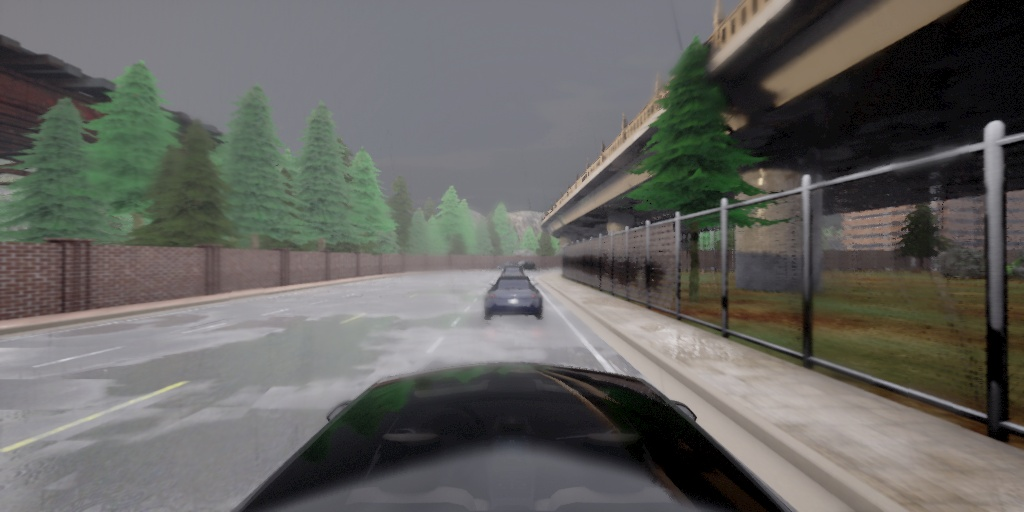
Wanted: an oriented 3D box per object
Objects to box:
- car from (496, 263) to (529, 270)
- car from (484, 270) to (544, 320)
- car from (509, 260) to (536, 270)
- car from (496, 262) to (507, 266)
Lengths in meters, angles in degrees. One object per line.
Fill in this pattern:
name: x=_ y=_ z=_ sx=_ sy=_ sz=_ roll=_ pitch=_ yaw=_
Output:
car: x=0.057 y=1.502 z=28.100 sx=1.994 sy=1.385 sz=4.181 roll=0 pitch=0 yaw=0
car: x=0.067 y=1.396 z=13.128 sx=1.994 sy=1.385 sz=4.181 roll=0 pitch=0 yaw=0
car: x=1.850 y=1.502 z=57.676 sx=2.097 sy=1.767 sz=4.553 roll=0 pitch=-1 yaw=42
car: x=-0.617 y=1.660 z=60.242 sx=2.128 sy=1.511 sz=4.902 roll=0 pitch=-1 yaw=41
